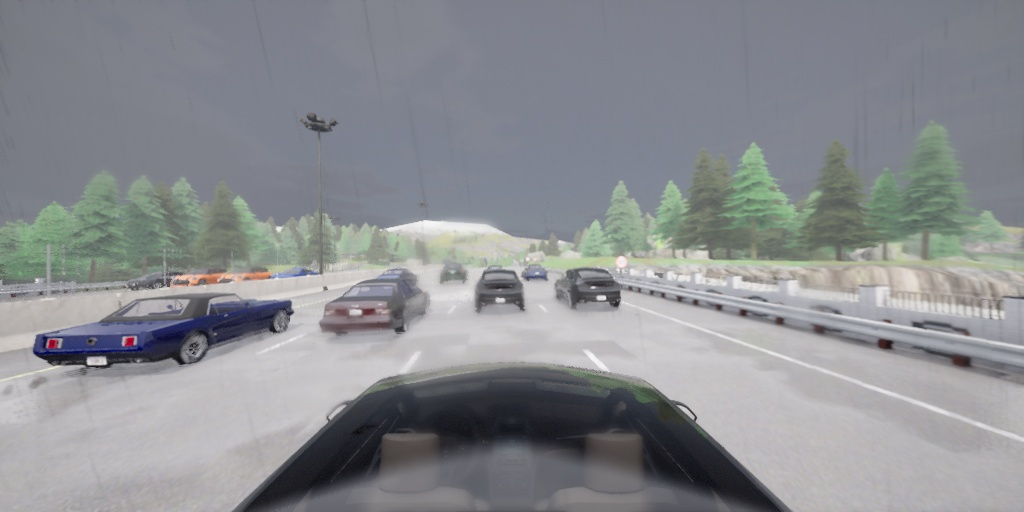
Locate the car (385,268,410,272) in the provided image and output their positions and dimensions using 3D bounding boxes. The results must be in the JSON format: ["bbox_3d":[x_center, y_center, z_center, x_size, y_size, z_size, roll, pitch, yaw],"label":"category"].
[{"bbox_3d":[-8.127,1.594,25.728,2.033,1.411,5.357,-1,-1,-3],"label":"car"}]

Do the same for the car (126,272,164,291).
[{"bbox_3d":[-29.542,2.039,30.298,1.837,1.490,4.892,-1,-1,-3],"label":"car"}]

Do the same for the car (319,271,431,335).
[{"bbox_3d":[-3.820,1.389,10.951,2.033,1.411,5.357,-1,0,-3],"label":"car"}]

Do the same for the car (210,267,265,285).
[{"bbox_3d":[-22.549,1.742,30.491,2.097,1.767,4.553,-1,0,-3],"label":"car"}]

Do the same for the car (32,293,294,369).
[{"bbox_3d":[-7.179,1.502,8.315,1.895,1.301,4.718,-1,0,-3],"label":"car"}]

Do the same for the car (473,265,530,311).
[{"bbox_3d":[-0.522,1.301,14.733,1.837,1.490,4.892,-1,0,-3],"label":"car"}]

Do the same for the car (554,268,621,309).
[{"bbox_3d":[2.976,1.229,14.850,1.837,1.490,4.892,-1,0,-3],"label":"car"}]

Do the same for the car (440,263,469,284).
[{"bbox_3d":[-4.917,1.382,31.077,2.097,1.767,4.553,-1,-1,-3],"label":"car"}]

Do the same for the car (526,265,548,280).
[{"bbox_3d":[2.027,1.462,32.339,1.994,1.385,4.181,-1,-1,-3],"label":"car"}]

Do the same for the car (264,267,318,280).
[{"bbox_3d":[-19.095,1.807,31.655,1.882,1.535,5.008,-1,-1,-3],"label":"car"}]

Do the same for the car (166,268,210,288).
[{"bbox_3d":[-26.044,1.812,30.302,2.097,1.767,4.553,-1,0,-3],"label":"car"}]
